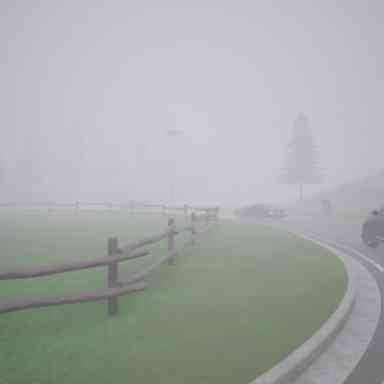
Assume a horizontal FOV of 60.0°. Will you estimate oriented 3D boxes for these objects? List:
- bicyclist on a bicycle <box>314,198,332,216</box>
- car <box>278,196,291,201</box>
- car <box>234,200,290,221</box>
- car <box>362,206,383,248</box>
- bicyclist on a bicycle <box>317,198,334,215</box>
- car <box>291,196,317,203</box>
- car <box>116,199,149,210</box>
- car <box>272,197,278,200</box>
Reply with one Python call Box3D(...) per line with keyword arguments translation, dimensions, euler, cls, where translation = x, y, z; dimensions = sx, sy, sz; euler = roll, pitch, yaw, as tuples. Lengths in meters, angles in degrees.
Box3D(translation=(12.628, 1.411, 32.031), dimensions=(1.656, 1.620, 0.582), euler=(0, 0, -26), cls="bicyclist on a bicycle")
Box3D(translation=(24.886, 1.785, 84.226), dimensions=(5.008, 1.535, 1.882), euler=(0, 0, -33), cls="car")
Box3D(translation=(5.773, 1.665, 28.654), dimensions=(2.033, 1.411, 5.357), euler=(0, 0, -26), cls="car")
Box3D(translation=(7.996, 1.252, 11.850), dimensions=(2.150, 2.045, 5.566), euler=(0, 0, 10), cls="car")
Box3D(translation=(12.841, 1.409, 31.588), dimensions=(1.656, 1.620, 0.582), euler=(0, 0, -25), cls="bicyclist on a bicycle")
Box3D(translation=(27.458, 1.775, 81.725), dimensions=(5.357, 1.411, 2.033), euler=(0, 0, -33), cls="car")
Box3D(translation=(-8.324, 1.754, 46.700), dimensions=(4.892, 1.490, 1.837), euler=(0, 0, 23), cls="car")
Box3D(translation=(22.976, 1.852, 87.159), dimensions=(4.674, 1.442, 1.812), euler=(0, 0, -33), cls="car")
